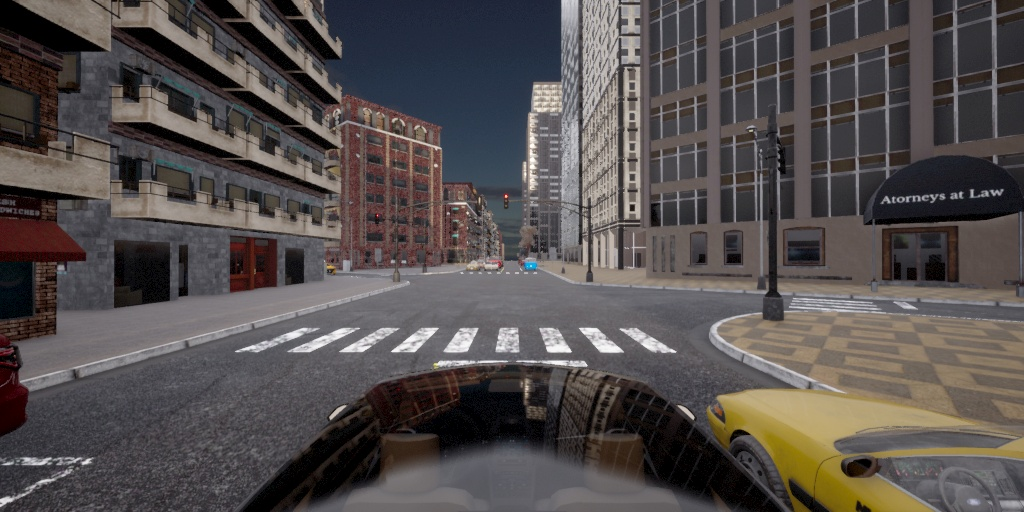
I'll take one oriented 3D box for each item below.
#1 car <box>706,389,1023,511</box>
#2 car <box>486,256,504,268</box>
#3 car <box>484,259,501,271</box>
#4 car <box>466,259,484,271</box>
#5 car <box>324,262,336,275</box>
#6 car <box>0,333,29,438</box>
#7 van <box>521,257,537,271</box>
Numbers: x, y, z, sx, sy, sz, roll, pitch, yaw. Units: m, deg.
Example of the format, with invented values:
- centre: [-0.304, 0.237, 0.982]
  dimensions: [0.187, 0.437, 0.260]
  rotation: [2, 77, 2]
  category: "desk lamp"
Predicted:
- centre: [2.566, 1.275, 1.244]
  dimensions: [1.751, 1.417, 4.829]
  rotation: [0, 0, 0]
  category: "car"
- centre: [-2.848, 1.038, 59.686]
  dimensions: [2.150, 2.045, 5.566]
  rotation: [0, 0, 0]
  category: "car"
- centre: [-2.863, 1.397, 50.179]
  dimensions: [1.895, 1.301, 4.718]
  rotation: [0, 0, -2]
  category: "car"
- centre: [-5.329, 1.321, 49.895]
  dimensions: [1.751, 1.417, 4.829]
  rotation: [0, 0, 0]
  category: "car"
- centre: [-22.250, 1.428, 41.658]
  dimensions: [5.008, 1.535, 1.882]
  rotation: [-1, -1, 41]
  category: "car"
- centre: [-5.314, 1.065, 1.065]
  dimensions: [2.192, 1.841, 5.009]
  rotation: [0, 0, 0]
  category: "car"
- centre: [2.551, 1.136, 50.067]
  dimensions: [1.690, 1.789, 3.998]
  rotation: [0, 0, 0]
  category: "van"
